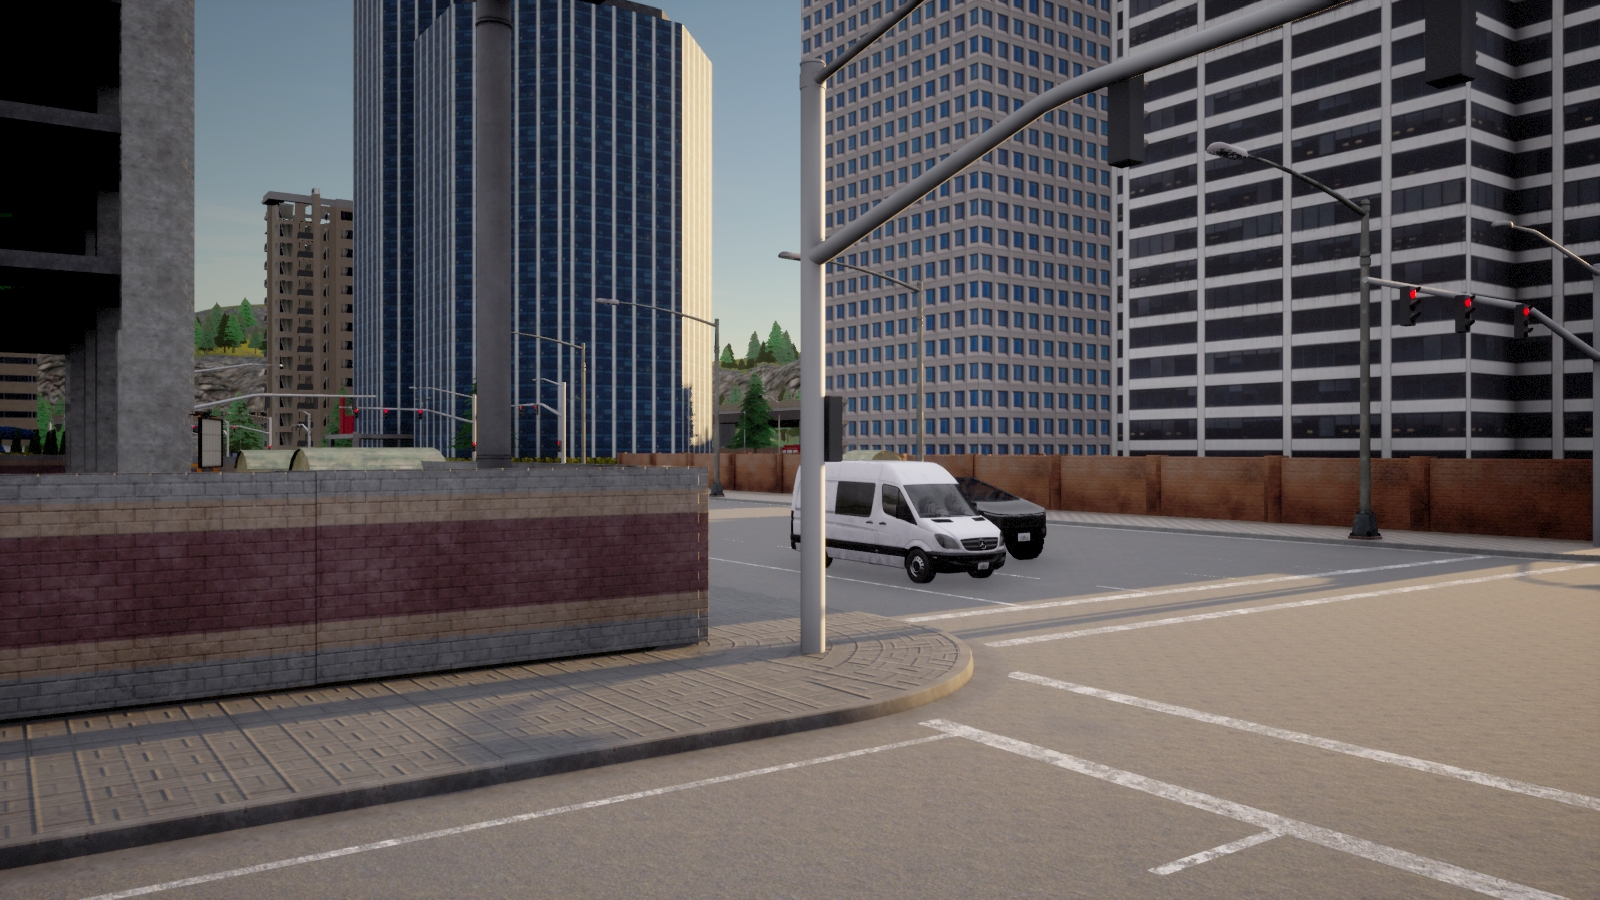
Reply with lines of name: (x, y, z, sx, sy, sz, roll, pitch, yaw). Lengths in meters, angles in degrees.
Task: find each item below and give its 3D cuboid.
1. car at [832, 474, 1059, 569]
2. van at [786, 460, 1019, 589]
car: (3.654, 1.752, 30.193, 2.390, 2.098, 6.274, 0, 0, -35)
van: (2.162, 1.533, 26.216, 1.988, 2.561, 5.915, 0, 0, -35)
